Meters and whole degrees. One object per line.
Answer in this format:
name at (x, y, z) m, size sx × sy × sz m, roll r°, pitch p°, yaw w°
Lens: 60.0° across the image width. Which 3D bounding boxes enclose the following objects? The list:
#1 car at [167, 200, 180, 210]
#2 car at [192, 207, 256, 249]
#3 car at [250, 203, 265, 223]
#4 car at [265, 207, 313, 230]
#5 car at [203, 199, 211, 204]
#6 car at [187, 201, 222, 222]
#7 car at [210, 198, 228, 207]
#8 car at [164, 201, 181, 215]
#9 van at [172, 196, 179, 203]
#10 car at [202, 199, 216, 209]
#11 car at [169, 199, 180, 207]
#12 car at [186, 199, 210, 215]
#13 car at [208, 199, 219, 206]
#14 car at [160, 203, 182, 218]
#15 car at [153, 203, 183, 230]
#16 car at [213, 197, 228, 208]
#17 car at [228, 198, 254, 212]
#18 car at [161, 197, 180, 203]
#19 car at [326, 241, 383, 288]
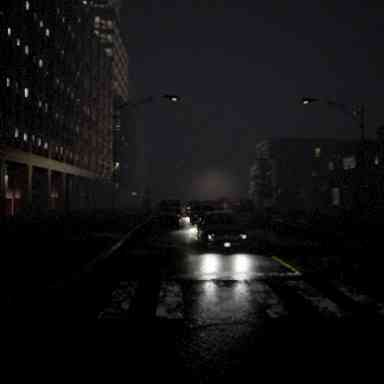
car at (-2.729, 1.931, 49.929) m, size 1.752 × 1.417 × 4.829 m, roll 1°, pitch -1°, yaw -2°
car at (1.265, 1.677, 15.546) m, size 2.033 × 1.411 × 5.357 m, roll 1°, pitch -1°, yaw -2°
car at (6.541, 1.886, 28.308) m, size 1.802 × 1.307 × 4.206 m, roll 1°, pitch -1°, yaw -2°
car at (6.761, 1.782, 22.946) m, size 1.752 × 1.417 × 4.829 m, roll 1°, pitch -1°, yaw -2°
car at (4.055, 2.448, 89.162) m, size 1.802 × 1.307 × 4.206 m, roll 1°, pitch -1°, yaw -2°
car at (0.854, 1.694, 25.518) m, size 1.882 × 1.535 × 5.008 m, roll 1°, pitch -1°, yaw -2°
car at (3.209, 1.902, 45.101) m, size 1.882 × 1.535 × 5.008 m, roll 1°, pitch -1°, yaw -2°
car at (-2.284, 1.852, 39.034) m, size 1.887 × 1.381 × 4.507 m, roll 1°, pitch -1°, yaw -2°
van at (-4.315, 2.112, 88.825) m, size 1.690 × 1.788 × 3.998 m, roll 1°, pitch -1°, yaw -2°
car at (2.737, 2.024, 55.483) m, size 1.837 × 1.490 × 4.892 m, roll 1°, pitch -1°, yaw -2°
car at (-3.188, 2.075, 61.163) m, size 1.947 × 1.339 × 4.313 m, roll 1°, pitch -1°, yaw -2°
car at (0.455, 1.658, 35.723) m, size 2.097 × 1.767 × 4.553 m, roll 1°, pitch -1°, yaw -2°
car at (4.733, 2.274, 72.566) m, size 1.947 × 1.339 × 4.313 m, roll 1°, pitch -1°, yaw -2°
car at (-2.058, 1.808, 33.502) m, size 2.008 × 1.369 × 4.403 m, roll 1°, pitch -1°, yaw -2°
car at (-1.606, 1.712, 22.437) m, size 2.008 × 1.369 × 4.403 m, roll 1°, pitch -1°, yaw -2°
car at (5.189, 1.919, 61.504) m, size 2.192 × 1.841 × 5.009 m, roll 1°, pitch -1°, yaw -2°
car at (6.093, 1.717, 39.375) m, size 2.192 × 1.841 × 5.009 m, roll 1°, pitch -1°, yaw -2°
car at (-1.828, 1.524, 27.972) m, size 2.192 × 1.841 × 5.009 m, roll 1°, pitch -1°, yaw -2°
car at (5.140, 1.631, 7.385) m, size 1.812 × 1.442 × 4.674 m, roll -1°, pitch 0°, yaw -20°
